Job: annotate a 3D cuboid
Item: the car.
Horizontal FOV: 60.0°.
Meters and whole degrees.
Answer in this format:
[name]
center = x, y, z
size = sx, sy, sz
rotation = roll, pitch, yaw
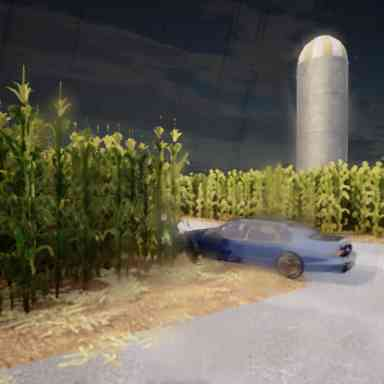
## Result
[car]
center = 1.845, 1.453, 9.755
size = 5.357, 1.411, 2.033
rotation = 1, 1, 35
